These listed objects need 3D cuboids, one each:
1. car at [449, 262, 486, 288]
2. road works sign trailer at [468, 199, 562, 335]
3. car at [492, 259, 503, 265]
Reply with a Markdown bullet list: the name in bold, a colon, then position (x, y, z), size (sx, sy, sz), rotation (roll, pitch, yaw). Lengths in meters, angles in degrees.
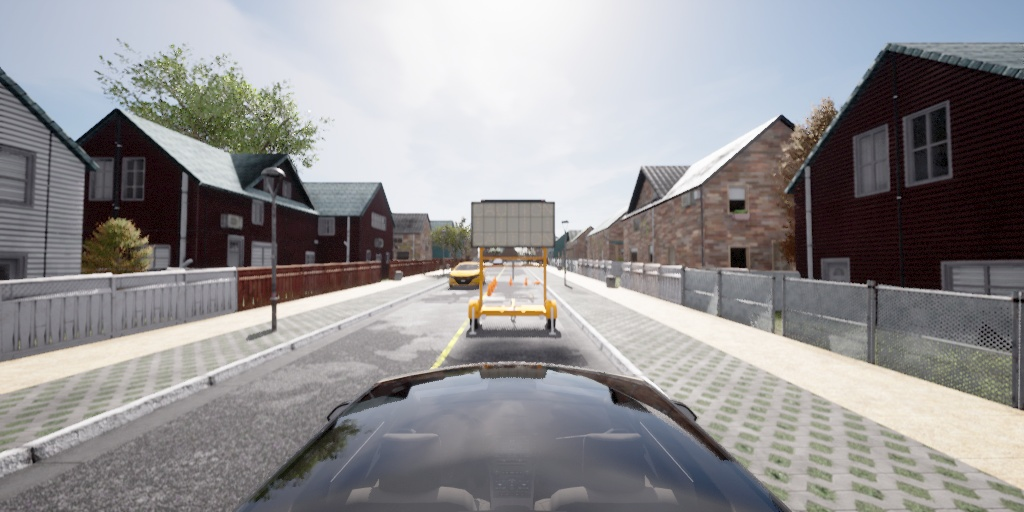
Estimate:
- **car**: position (-2.761, 1.139, 22.904), size (1.882, 1.535, 5.008), rotation (0, 0, 0)
- **road works sign trailer**: position (0.034, 0.169, 10.371), size (2.380, 3.560, 2.880), rotation (0, 0, 1)
- **car**: position (-2.524, 1.228, 65.127), size (2.033, 1.411, 5.357), rotation (0, 0, 1)
